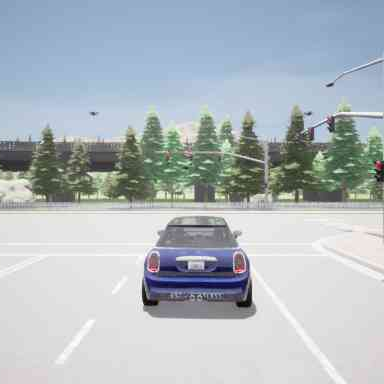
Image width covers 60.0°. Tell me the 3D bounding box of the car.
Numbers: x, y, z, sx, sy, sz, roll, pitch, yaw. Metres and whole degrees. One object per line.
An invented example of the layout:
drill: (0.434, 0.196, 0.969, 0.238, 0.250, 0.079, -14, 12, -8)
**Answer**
car: (0.173, 1.352, 8.152, 2.097, 1.767, 4.553, 0, 0, 3)
